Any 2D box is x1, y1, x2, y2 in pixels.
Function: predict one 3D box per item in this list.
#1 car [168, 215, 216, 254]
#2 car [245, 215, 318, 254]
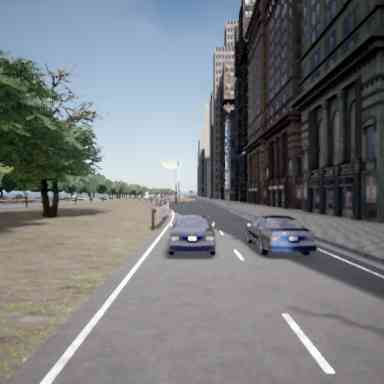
[{"bbox_3d":[0.008,1.678,13.986,2.033,1.411,5.357,0,-1,0],"label":"car"},{"bbox_3d":[3.507,1.678,13.984,2.033,1.411,5.357,0,-1,0],"label":"car"}]
